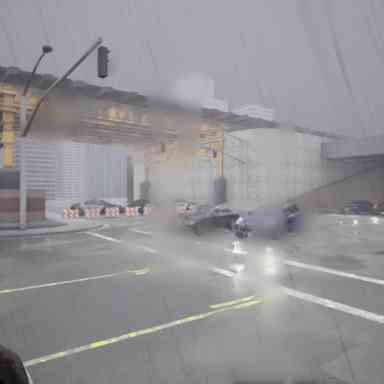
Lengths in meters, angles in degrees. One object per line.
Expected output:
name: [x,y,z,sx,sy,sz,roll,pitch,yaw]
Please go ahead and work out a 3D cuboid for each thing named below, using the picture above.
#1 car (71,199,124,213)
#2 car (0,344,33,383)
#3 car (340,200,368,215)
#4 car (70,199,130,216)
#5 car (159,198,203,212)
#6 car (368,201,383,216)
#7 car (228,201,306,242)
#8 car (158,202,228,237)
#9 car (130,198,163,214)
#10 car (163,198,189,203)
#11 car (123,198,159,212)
car: [-9.046,1.295,32.085,4.536,1.218,1.853,0,0,8]
car: [-3.331,1.492,1.395,4.902,1.511,2.128,0,0,-35]
car: [17.188,1.526,34.377,4.674,1.442,1.812,0,0,-37]
car: [-8.995,1.453,32.078,4.974,1.542,2.038,0,0,8]
car: [-1.351,1.453,38.536,4.974,1.542,2.038,0,0,-7]
car: [18.969,1.355,31.334,4.553,1.767,2.097,0,0,-37]
car: [4.014,1.352,16.637,2.097,1.767,4.553,0,0,38]
car: [0.802,1.491,18.098,2.128,1.511,4.902,0,0,40]
car: [-5.255,1.453,34.770,2.038,1.542,4.974,0,0,18]
car: [-1.403,1.295,38.530,4.536,1.218,1.853,0,0,-7]
car: [-5.239,1.295,34.819,1.853,1.218,4.536,0,0,18]
